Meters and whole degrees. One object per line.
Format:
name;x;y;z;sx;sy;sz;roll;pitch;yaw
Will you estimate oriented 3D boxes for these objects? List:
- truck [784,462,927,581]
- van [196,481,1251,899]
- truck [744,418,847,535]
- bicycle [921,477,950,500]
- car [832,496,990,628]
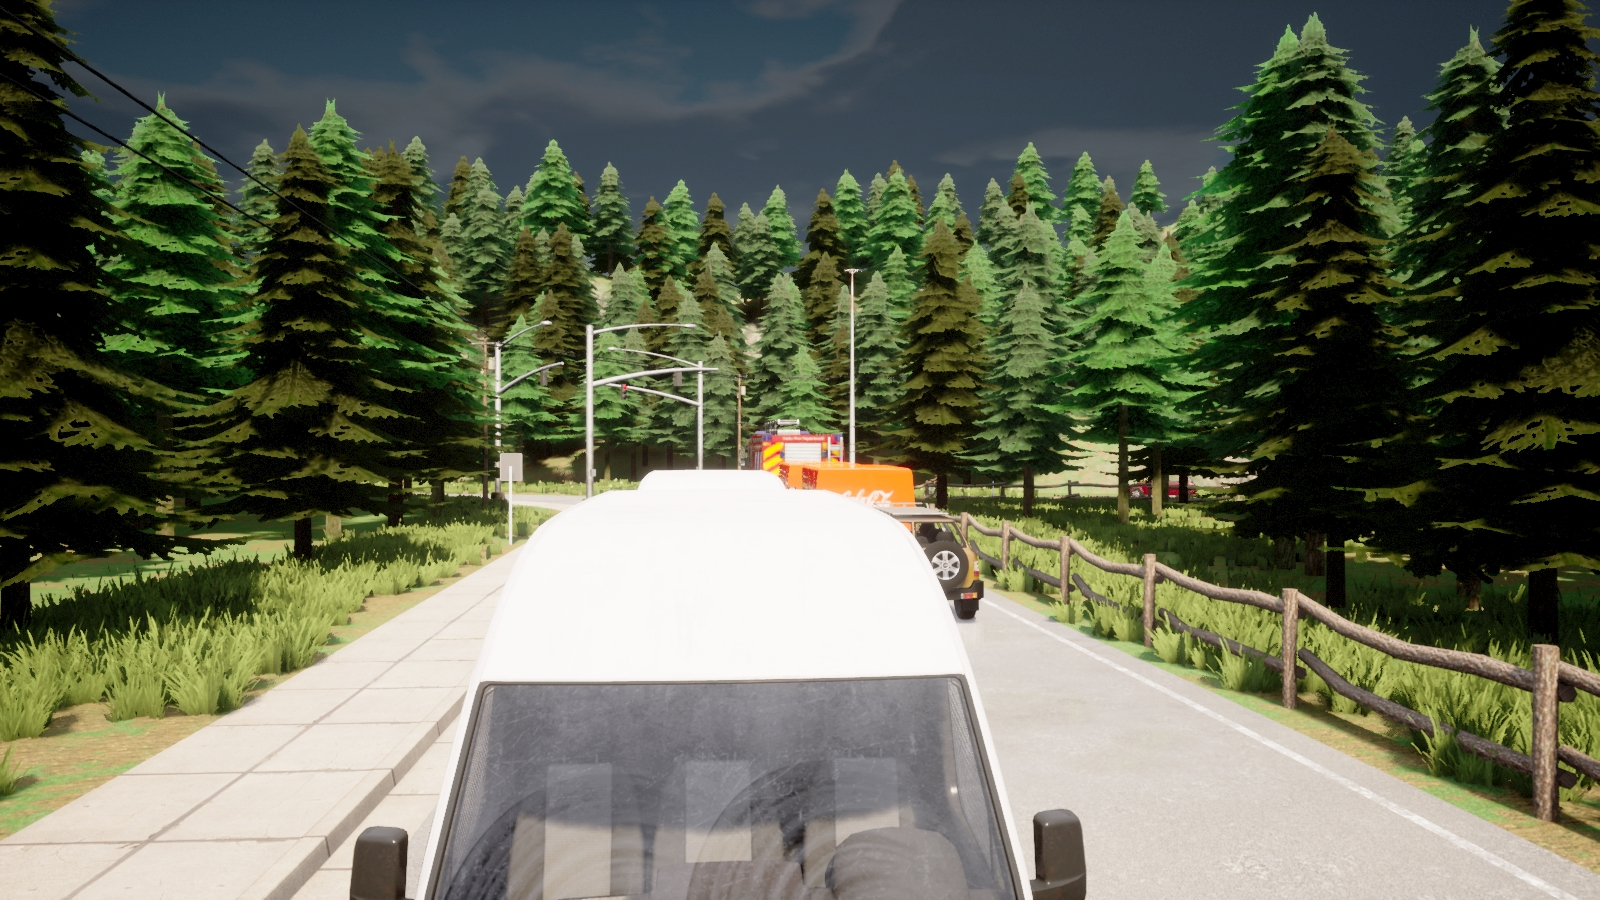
truck;1.150;1.542;26.876;2.627;2.467;5.204;0;0;-5
van;-0.341;1.500;5.107;1.988;2.561;5.915;0;0;-5
truck;-0.340;0.864;41.742;2.891;3.827;8.468;0;0;-6
bicycle;7.684;2.159;64.883;1.487;1.276;0.859;0;0;-7
car;1.801;1.837;20.146;1.932;1.855;4.605;0;0;-5
